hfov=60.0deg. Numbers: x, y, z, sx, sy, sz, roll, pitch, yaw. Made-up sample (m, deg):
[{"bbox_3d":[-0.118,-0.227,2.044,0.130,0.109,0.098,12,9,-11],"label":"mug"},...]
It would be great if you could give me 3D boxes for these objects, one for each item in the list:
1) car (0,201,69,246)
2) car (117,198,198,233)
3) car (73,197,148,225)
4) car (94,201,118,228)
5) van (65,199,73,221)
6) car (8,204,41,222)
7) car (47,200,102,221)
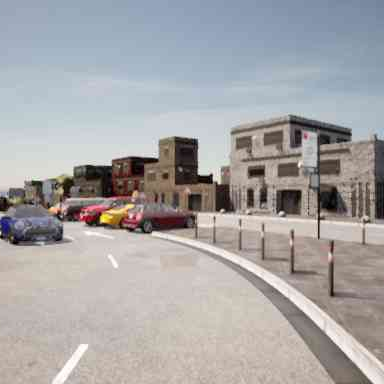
[{"bbox_3d":[-7.855,1.455,16.140,2.097,1.767,4.553,0,-1,-38],"label":"car"},{"bbox_3d":[-1.820,1.432,20.283,4.553,1.767,2.185,0,-1,-39],"label":"car"},{"bbox_3d":[-5.543,1.406,24.930,5.566,2.045,2.435,0,-1,-39],"label":"car"},{"bbox_3d":[-3.696,1.608,22.666,5.008,1.535,2.097,0,-1,-39],"label":"car"},{"bbox_3d":[-9.468,1.569,29.718,4.442,1.987,1.878,0,-1,-38],"label":"van"},{"bbox_3d":[-16.580,1.989,32.702,1.882,1.535,5.008,0,-2,-39],"label":"car"},{"bbox_3d":[-11.288,1.747,32.147,4.553,1.767,2.185,0,-2,-38],"label":"car"}]
